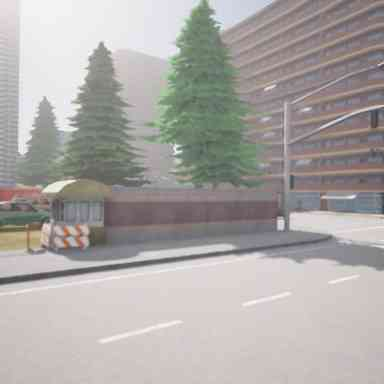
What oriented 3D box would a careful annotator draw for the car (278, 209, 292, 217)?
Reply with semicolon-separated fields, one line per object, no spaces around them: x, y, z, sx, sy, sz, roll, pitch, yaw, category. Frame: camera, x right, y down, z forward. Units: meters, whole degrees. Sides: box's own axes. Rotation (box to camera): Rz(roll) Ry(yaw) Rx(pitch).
7.777;1.948;33.879;1.895;1.301;4.718;1;0;-35;car

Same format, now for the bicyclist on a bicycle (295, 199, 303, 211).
14.524;1.785;45.138;1.656;1.620;0.582;0;0;-35;bicyclist on a bicycle

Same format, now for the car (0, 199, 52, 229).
-10.059;1.374;19.638;3.988;1.617;1.851;1;0;-35;car

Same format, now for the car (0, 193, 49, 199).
-12.084;1.213;23.688;4.605;1.855;1.932;1;0;-35;car
